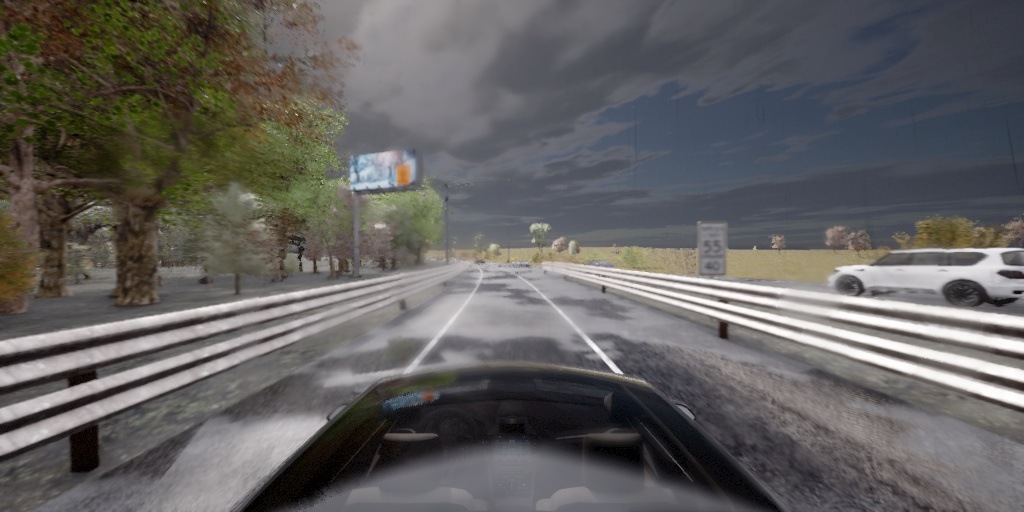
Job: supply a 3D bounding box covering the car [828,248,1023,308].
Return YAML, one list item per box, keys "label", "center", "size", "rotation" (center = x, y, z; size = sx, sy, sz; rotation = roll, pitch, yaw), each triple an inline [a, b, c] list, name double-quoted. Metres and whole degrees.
- label: "car"
  center: [15.847, 0.744, 13.899]
  size: [2.150, 2.045, 5.566]
  rotation: [-1, 0, -16]

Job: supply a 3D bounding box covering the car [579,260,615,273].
- label: "car"
  center: [8.797, 1.165, 37.848]
  size: [2.033, 1.411, 5.357]
  rotation: [-1, 0, -16]

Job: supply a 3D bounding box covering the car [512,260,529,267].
- label: "car"
  center: [1.441, 1.312, 62.828]
  size: [1.895, 1.301, 4.718]
  rotation: [-1, 0, -16]
